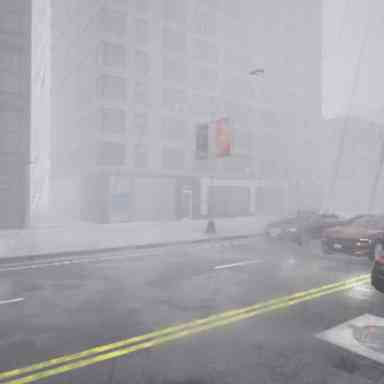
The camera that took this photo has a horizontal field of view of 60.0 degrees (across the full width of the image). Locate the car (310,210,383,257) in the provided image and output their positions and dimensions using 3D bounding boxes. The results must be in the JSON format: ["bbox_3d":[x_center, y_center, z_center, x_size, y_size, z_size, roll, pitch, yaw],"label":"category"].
[{"bbox_3d":[6.925,1.565,12.621,5.008,1.535,1.882,0,0,-36],"label":"car"}]

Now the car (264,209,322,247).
[{"bbox_3d":[5.487,1.582,15.588,4.902,1.511,2.128,0,0,-35],"label":"car"}]

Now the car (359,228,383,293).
[{"bbox_3d":[6.027,1.627,7.742,4.181,1.385,1.994,0,0,-36],"label":"car"}]
